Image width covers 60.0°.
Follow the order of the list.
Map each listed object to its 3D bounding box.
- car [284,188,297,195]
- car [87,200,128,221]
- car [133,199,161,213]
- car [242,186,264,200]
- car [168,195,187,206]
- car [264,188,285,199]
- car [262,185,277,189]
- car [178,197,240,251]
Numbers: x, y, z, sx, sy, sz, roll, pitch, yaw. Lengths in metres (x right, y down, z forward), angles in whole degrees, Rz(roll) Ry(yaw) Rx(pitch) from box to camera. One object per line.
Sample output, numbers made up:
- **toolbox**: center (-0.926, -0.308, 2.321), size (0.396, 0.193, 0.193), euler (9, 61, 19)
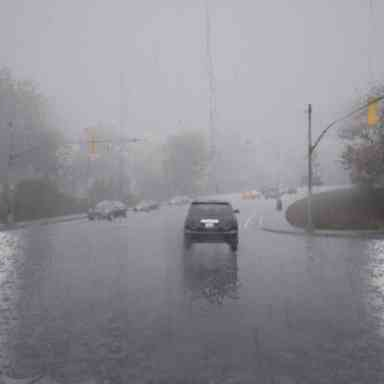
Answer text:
- **car**: center (19.296, -0.163, 66.223), size (2.033, 1.411, 5.357), euler (0, 3, 34)
- **car**: center (-7.415, 1.541, 29.636), size (2.097, 1.767, 4.553), euler (0, 0, 13)
- **car**: center (-5.140, 1.556, 38.554), size (2.128, 1.511, 4.902), euler (0, 1, 16)
- **car**: center (10.432, 0.346, 58.223), size (2.097, 1.767, 4.553), euler (0, 3, 30)
- **car**: center (-1.840, 1.226, 48.266), size (2.128, 1.511, 4.902), euler (0, 2, 20)
- **car**: center (14.041, 0.524, 57.540), size (1.895, 1.301, 4.718), euler (0, 3, 30)
- **car**: center (15.651, -0.434, 67.053), size (2.150, 2.045, 5.566), euler (0, 3, 34)
- **car**: center (0.959, 1.350, 14.969), size (2.150, 2.045, 5.566), euler (0, -1, 6)
